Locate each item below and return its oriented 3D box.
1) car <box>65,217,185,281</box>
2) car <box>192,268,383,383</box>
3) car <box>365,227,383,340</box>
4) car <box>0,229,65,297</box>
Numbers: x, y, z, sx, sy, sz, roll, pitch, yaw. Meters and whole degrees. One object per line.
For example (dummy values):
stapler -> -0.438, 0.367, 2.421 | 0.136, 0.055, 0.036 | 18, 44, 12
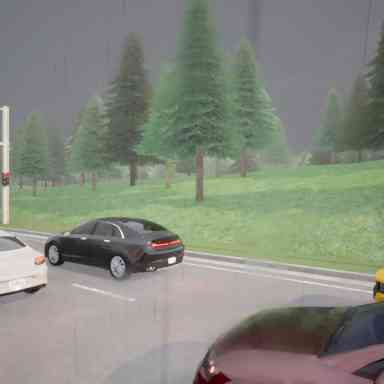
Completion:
car -> -2.474, 1.505, 9.944 | 4.892, 1.490, 1.837 | 0, 0, 36
car -> 2.045, 1.564, 2.532 | 4.181, 1.385, 1.994 | 0, 0, 35
car -> 5.297, 1.478, 4.510 | 5.008, 1.535, 1.882 | 0, 0, 36
car -> -5.107, 1.526, 7.534 | 4.674, 1.442, 1.812 | 0, 0, 36
